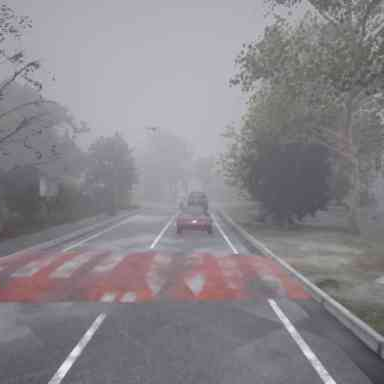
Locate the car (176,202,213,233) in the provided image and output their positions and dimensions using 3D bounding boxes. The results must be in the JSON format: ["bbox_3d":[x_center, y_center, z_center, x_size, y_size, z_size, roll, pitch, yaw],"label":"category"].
[{"bbox_3d":[0.144,1.502,19.333,1.994,1.385,4.181,0,1,0],"label":"car"}]

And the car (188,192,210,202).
[{"bbox_3d":[0.748,0.997,37.181,2.150,2.045,5.566,0,0,4],"label":"car"}]
